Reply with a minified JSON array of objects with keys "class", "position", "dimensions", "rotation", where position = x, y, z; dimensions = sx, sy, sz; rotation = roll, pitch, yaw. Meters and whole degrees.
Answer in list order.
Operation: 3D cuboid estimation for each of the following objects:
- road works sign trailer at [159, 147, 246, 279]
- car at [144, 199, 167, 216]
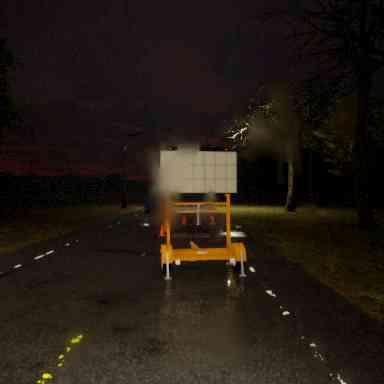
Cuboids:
[{"class":"road works sign trailer","position":[0.177,0.461,10.104],"dimensions":[2.380,3.560,2.880],"rotation":[0,0,-8]},{"class":"car","position":[-3.560,1.486,33.049],"dimensions":[1.882,1.535,5.008],"rotation":[0,0,0]}]
